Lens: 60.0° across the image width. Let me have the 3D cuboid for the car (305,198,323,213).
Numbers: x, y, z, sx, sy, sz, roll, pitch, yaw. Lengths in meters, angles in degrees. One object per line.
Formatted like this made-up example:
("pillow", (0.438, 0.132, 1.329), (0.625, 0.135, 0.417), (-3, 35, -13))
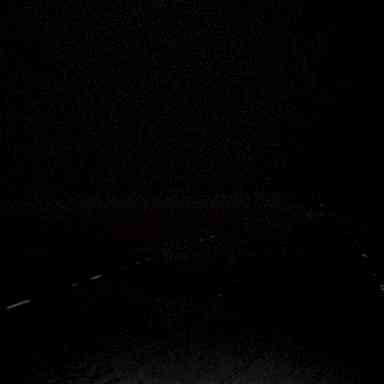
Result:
("car", (17.748, 1.932, 48.291), (2.150, 2.045, 5.566), (0, -1, 18))
